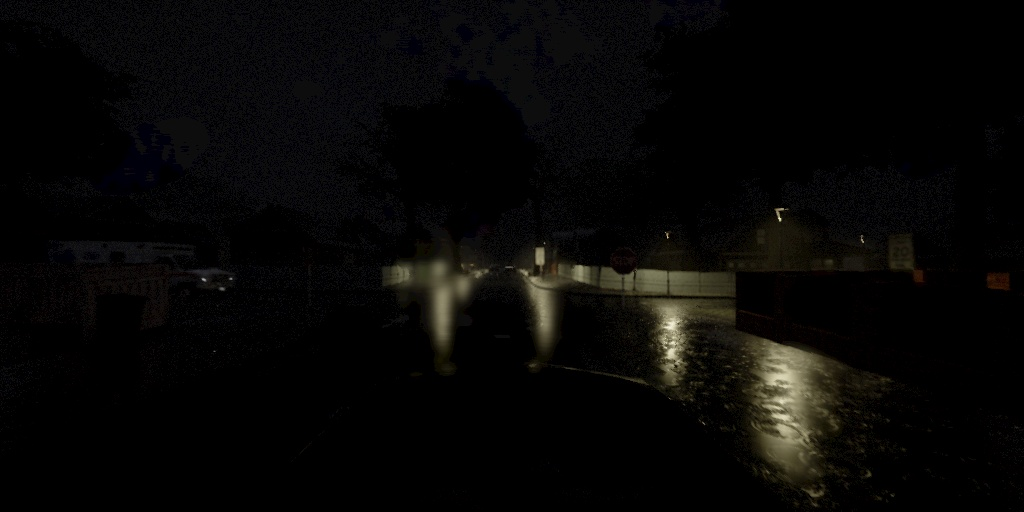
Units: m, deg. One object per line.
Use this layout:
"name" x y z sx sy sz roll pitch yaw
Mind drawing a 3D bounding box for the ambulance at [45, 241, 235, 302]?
"ambulance" -15.607 0.669 15.341 6.366 2.431 2.351 1 -2 -1

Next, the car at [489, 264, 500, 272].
"car" -3.105 2.149 64.993 2.128 1.511 4.902 0 -1 0

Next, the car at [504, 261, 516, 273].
"car" -0.321 2.032 59.175 2.128 1.511 4.902 0 -1 0
